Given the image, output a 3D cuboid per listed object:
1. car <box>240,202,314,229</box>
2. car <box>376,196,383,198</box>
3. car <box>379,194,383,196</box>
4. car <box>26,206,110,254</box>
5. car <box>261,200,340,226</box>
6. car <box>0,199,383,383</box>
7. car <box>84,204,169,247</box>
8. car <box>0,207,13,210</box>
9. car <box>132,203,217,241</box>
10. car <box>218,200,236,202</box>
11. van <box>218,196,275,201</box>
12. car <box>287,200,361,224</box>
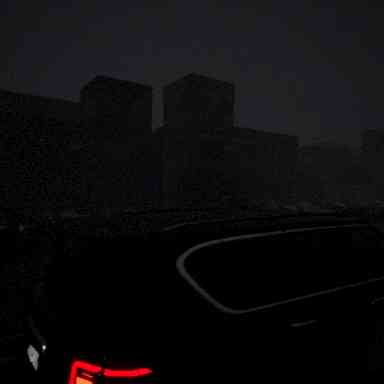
[{"bbox_3d":[5.609,1.489,22.584,2.002,1.452,4.674,0,0,-36],"label":"car"},{"bbox_3d":[16.822,1.451,30.604,2.097,1.535,5.008,0,0,-36],"label":"car"},{"bbox_3d":[19.052,1.203,32.225,2.435,2.045,5.566,0,0,-36],"label":"car"},{"bbox_3d":[-5.606,1.475,14.568,2.231,1.521,4.892,0,0,-36],"label":"car"},{"bbox_3d":[7.744,1.444,24.340,1.946,1.575,5.366,0,0,-36],"label":"car"},{"bbox_3d":[1.069,1.210,3.895,5.566,2.045,2.150,0,0,-36],"label":"car"},{"bbox_3d":[-3.362,1.468,16.171,2.231,1.521,4.892,0,0,-36],"label":"car"},{"bbox_3d":[-7.835,1.356,12.946,2.185,1.767,4.553,0,0,-36],"label":"car"},{"bbox_3d":[-1.119,1.462,17.774,2.231,1.521,4.892,0,0,-36],"label":"car"},{"bbox_3d":[1.124,1.457,19.376,2.231,1.521,4.892,0,0,-36],"label":"car"},{"bbox_3d":[3.533,1.226,20.960,1.878,1.987,4.442,0,0,-36],"label":"van"},{"bbox_3d":[10.098,1.447,25.786,2.231,1.521,4.892,0,0,-36],"label":"car"}]
